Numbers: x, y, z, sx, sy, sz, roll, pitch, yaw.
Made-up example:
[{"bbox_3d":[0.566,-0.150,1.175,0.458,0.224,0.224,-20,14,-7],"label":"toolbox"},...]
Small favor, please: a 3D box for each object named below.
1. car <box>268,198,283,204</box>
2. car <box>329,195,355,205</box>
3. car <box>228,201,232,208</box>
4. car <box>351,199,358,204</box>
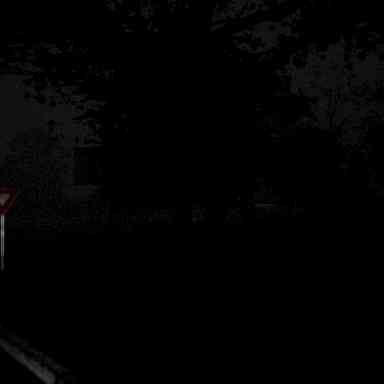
[{"bbox_3d":[17.627,1.703,67.591,4.718,1.301,1.895,-2,1,-36],"label":"car"},{"bbox_3d":[26.800,1.448,59.356,4.892,1.490,1.837,-2,1,-35],"label":"car"},{"bbox_3d":[5.007,2.188,58.590,5.357,1.411,2.033,-2,1,-36],"label":"car"},{"bbox_3d":[29.496,1.442,56.979,5.357,1.411,2.033,-2,1,-35],"label":"car"}]
